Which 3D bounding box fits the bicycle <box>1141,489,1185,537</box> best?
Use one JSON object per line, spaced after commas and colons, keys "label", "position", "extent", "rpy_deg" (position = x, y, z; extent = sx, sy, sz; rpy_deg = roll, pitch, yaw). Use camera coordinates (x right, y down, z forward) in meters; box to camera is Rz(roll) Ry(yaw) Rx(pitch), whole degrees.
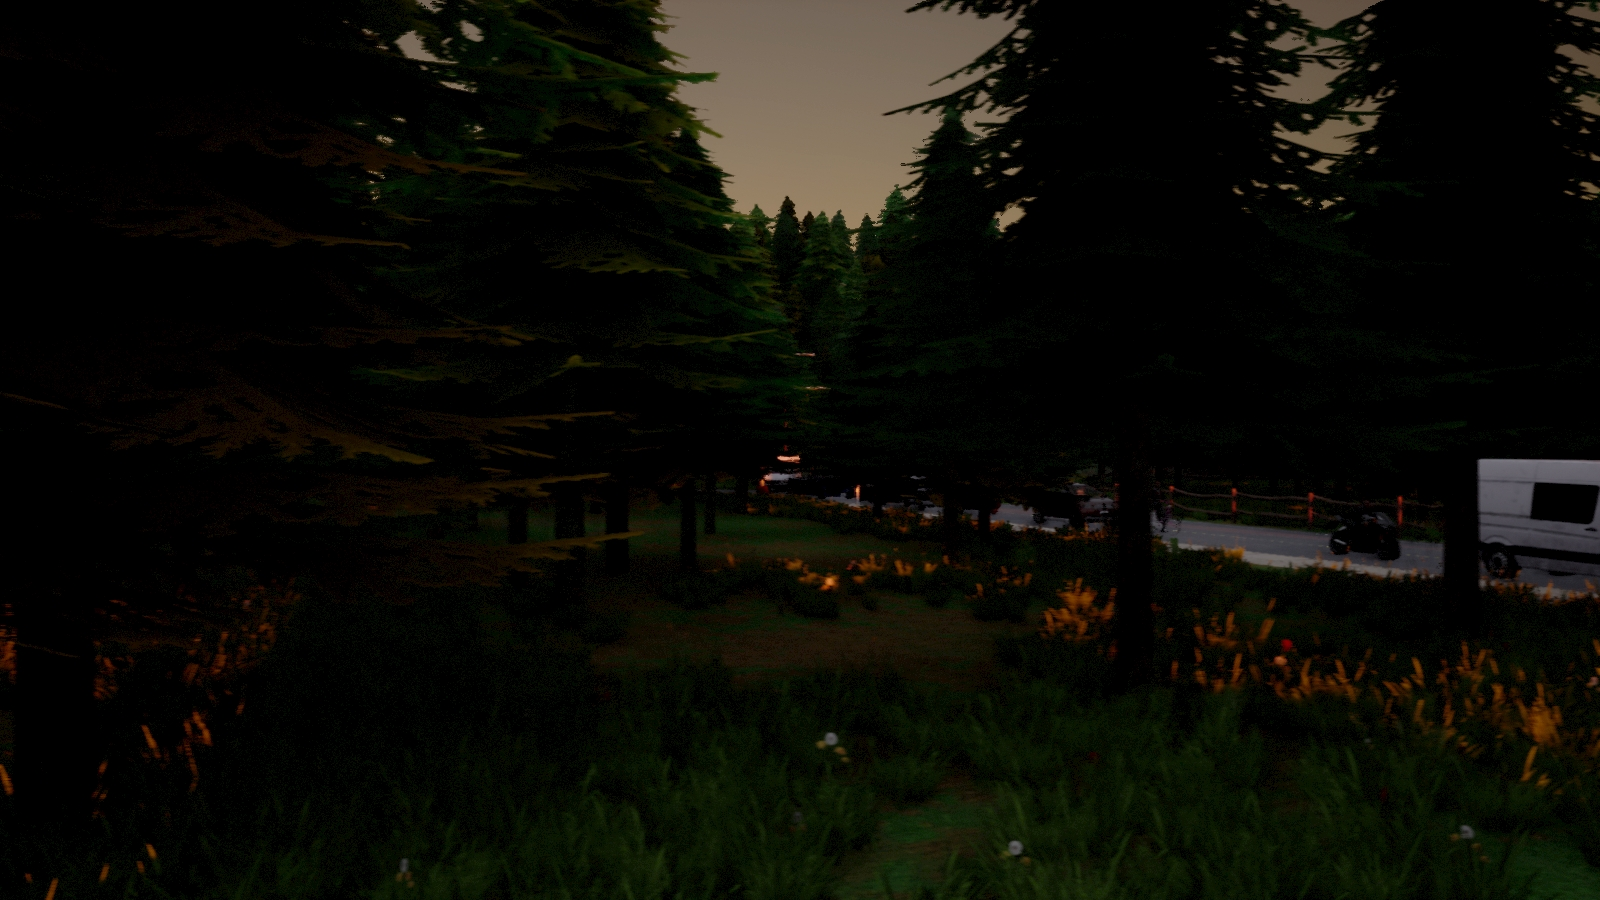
{"label": "bicycle", "position": [11.777, 2.033, 37.108], "extent": [0.329, 1.471, 1.835], "rpy_deg": [0, 0, -19]}

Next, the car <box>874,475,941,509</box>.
{"label": "car", "position": [5.191, 2.011, 55.688], "extent": [1.845, 1.501, 3.633], "rpy_deg": [0, 0, -21]}

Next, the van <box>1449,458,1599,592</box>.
{"label": "van", "position": [16.462, 1.497, 23.202], "extent": [1.988, 2.561, 5.915], "rpy_deg": [0, 1, -18]}

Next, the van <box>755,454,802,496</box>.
{"label": "van", "position": [-1.292, 1.515, 71.799], "extent": [1.988, 2.561, 5.915], "rpy_deg": [0, 0, 8]}
